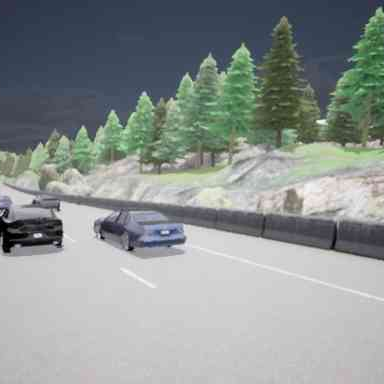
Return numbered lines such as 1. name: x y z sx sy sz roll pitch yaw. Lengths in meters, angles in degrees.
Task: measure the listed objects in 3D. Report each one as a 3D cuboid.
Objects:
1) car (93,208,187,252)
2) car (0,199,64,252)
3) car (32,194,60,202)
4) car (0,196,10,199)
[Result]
1. car: -2.242 1.329 13.005 2.033 1.411 5.357 0 1 -33
2. car: -6.410 1.239 13.006 1.882 1.535 5.008 0 1 -33
3. car: -13.171 0.954 29.926 2.128 1.511 4.902 0 1 -33
4. car: -16.585 1.013 28.761 2.033 1.411 5.357 0 1 -33
